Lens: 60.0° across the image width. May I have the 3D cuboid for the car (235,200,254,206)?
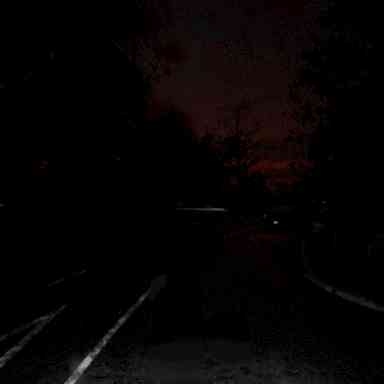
[{"bbox_3d":[14.021,2.984,88.843,4.674,1.452,2.002,0,-3,0],"label":"car"}]

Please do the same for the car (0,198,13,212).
[{"bbox_3d":[-23.475,1.516,41.196,4.553,1.767,2.097,0,0,38],"label":"car"}]

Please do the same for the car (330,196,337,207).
[{"bbox_3d":[26.032,1.435,55.213,5.566,2.045,2.435,0,-1,0],"label":"car"}]

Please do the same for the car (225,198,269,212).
[{"bbox_3d":[6.238,1.635,38.606,4.718,1.301,1.895,0,0,39],"label":"car"}]

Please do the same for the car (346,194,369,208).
[{"bbox_3d":[26.021,1.448,49.258,4.553,1.767,2.185,0,-1,0],"label":"car"}]

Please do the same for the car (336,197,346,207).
[{"bbox_3d":[26.052,1.631,52.291,5.008,1.535,2.097,0,-1,0],"label":"car"}]

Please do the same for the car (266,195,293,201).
[{"bbox_3d":[13.798,1.700,54.111,4.892,1.521,2.231,0,-1,0],"label":"car"}]

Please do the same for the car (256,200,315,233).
[{"bbox_3d":[5.746,1.478,19.951,1.882,1.535,5.008,-1,0,30],"label":"car"}]

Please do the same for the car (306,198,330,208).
[{"bbox_3d":[18.766,1.496,50.867,2.097,1.767,4.553,0,-1,1],"label":"car"}]

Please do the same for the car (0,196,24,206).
[{"bbox_3d":[-30.180,1.490,55.320,2.128,1.511,4.902,0,-1,0],"label":"car"}]

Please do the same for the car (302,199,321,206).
[{"bbox_3d":[22.252,1.951,62.137,1.994,1.385,4.181,0,-2,1],"label":"car"}]
